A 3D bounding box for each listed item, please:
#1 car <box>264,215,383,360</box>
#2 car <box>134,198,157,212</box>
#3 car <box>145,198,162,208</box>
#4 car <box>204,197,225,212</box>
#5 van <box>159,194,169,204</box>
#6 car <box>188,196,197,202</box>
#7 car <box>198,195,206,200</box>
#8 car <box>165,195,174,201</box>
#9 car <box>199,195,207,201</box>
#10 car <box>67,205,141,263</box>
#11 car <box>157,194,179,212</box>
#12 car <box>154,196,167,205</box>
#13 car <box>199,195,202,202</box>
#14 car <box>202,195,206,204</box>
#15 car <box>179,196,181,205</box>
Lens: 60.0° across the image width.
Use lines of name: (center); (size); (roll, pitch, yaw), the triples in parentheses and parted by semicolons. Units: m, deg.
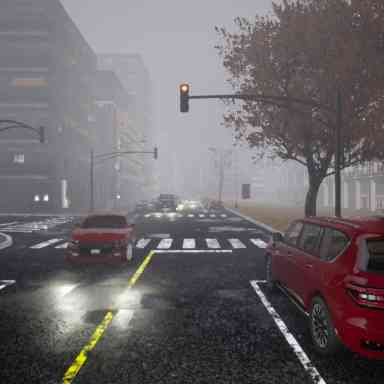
car: (2.700, 1.315, 5.928); (2.192, 1.841, 5.009); (0, 0, 0)
car: (-5.634, 1.563, 38.329); (2.008, 1.369, 4.403); (0, 0, 0)
car: (-5.618, 1.573, 49.395); (2.008, 1.369, 4.403); (0, 0, 0)
car: (2.746, 1.557, 38.316); (1.887, 1.381, 4.507); (0, 0, 0)
van: (-5.594, 1.384, 65.993); (1.690, 1.788, 3.998); (0, 0, 0)
car: (0.118, 1.587, 79.845); (1.812, 1.442, 4.674); (0, 0, 0)
car: (2.827, 1.638, 93.643); (2.008, 1.369, 4.403); (0, 0, 0)
car: (-5.570, 1.507, 82.591); (1.967, 1.590, 4.097); (0, 0, 0)
car: (2.819, 1.621, 88.111); (1.887, 1.381, 4.507); (0, 0, 0)
car: (-3.089, 1.478, 12.263); (1.882, 1.535, 5.008); (1, 0, -6)
car: (-3.033, 1.235, 40.075); (2.150, 2.045, 5.566); (0, 0, 0)
car: (-5.602, 1.476, 60.460); (1.967, 1.590, 4.097); (0, 0, 0)
car: (2.787, 1.625, 65.979); (1.802, 1.307, 4.206); (0, 0, 0)
car: (2.762, 1.548, 49.552); (1.752, 1.417, 4.829); (0, 0, 0)
car: (-3.011, 1.528, 50.094); (1.837, 1.490, 4.892); (0, 0, 0)
